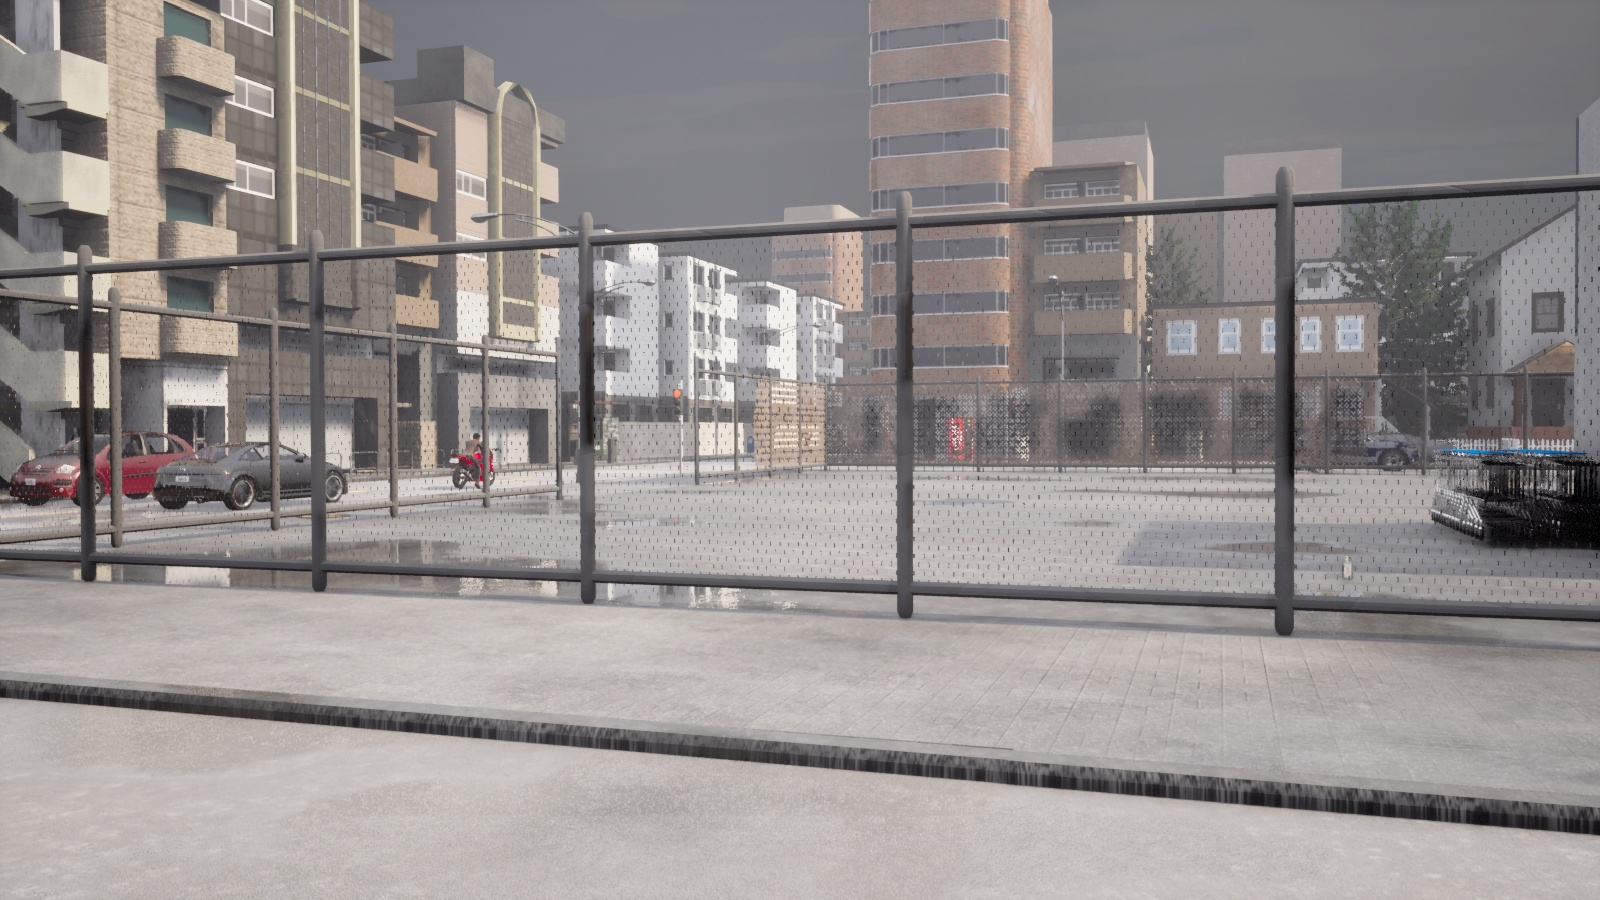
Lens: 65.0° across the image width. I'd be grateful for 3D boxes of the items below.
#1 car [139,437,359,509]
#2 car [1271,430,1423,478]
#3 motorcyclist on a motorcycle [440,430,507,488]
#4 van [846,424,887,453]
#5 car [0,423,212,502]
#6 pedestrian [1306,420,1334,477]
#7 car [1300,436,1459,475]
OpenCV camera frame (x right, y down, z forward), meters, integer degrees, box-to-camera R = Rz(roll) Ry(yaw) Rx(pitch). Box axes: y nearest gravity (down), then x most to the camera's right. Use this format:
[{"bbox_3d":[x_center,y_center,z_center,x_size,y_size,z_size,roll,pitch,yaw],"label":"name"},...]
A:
[{"bbox_3d":[-11.558,0.420,26.662,1.994,1.385,4.181,1,1,18],"label":"car"},{"bbox_3d":[19.504,0.109,44.994,4.856,1.649,2.033,1,1,20],"label":"car"},{"bbox_3d":[-8.945,0.223,34.468,0.797,1.523,2.044,1,1,19],"label":"motorcyclist on a motorcycle"},{"bbox_3d":[4.679,-0.807,87.688,1.775,1.987,4.442,1,1,19],"label":"van"},{"bbox_3d":[-15.348,0.220,27.950,1.851,1.617,3.988,1,1,18],"label":"car"},{"bbox_3d":[16.751,-0.049,40.455,0.703,1.840,0.431,0,1,5],"label":"pedestrian"},{"bbox_3d":[22.179,0.184,48.290,5.357,1.411,2.033,1,1,19],"label":"car"}]
